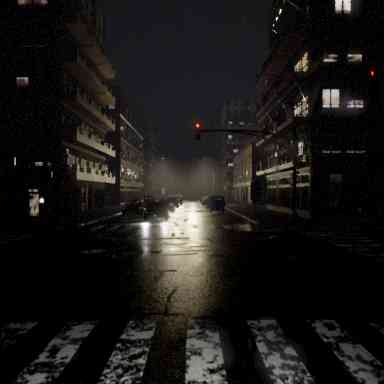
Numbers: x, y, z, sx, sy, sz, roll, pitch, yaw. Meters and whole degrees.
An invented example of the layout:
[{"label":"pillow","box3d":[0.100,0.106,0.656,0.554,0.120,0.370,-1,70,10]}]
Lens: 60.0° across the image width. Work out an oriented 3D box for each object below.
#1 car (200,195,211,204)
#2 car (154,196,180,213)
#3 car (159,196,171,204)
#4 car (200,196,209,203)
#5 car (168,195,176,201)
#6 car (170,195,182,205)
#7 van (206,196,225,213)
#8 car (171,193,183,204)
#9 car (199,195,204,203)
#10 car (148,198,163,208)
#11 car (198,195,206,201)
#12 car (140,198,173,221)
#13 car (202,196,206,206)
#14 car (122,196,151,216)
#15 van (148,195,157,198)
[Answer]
[{"label":"car","box3d":[2.627,1.416,65.401,1.967,1.590,4.097,0,0,0]},{"label":"car","box3d":[-2.814,1.536,37.036,2.033,1.411,5.357,0,0,0]},{"label":"car","box3d":[-5.253,1.520,65.409,1.887,1.381,4.507,0,0,0]},{"label":"car","box3d":[2.632,1.516,70.983,1.887,1.381,4.507,0,0,0]},{"label":"car","box3d":[-5.233,1.507,87.735,2.008,1.369,4.403,0,0,0]},{"label":"car","box3d":[-2.795,1.510,46.948,1.812,1.442,4.674,0,0,0]},{"label":"van","box3d":[2.730,1.329,36.873,1.690,1.788,3.998,0,0,0]},{"label":"car","box3d":[-2.747,1.201,57.591,2.150,2.045,5.566,0,0,1]},{"label":"car","box3d":[2.619,1.547,54.239,1.947,1.339,4.313,0,0,0]},{"label":"car","box3d":[-5.317,1.565,48.665,1.802,1.307,4.206,0,0,0]},{"label":"car","box3d":[2.648,1.522,87.728,1.947,1.339,4.313,0,0,0]},{"label":"car","box3d":[-2.812,1.518,27.390,1.812,1.442,4.674,0,0,-1]},{"label":"car","box3d":[2.701,1.530,43.077,1.887,1.381,4.507,0,0,0]},{"label":"car","box3d":[-5.414,1.430,31.920,1.967,1.590,4.097,0,0,0]},{"label":"van","box3d":[-5.369,1.327,43.084,1.690,1.788,3.998,0,0,0]}]
